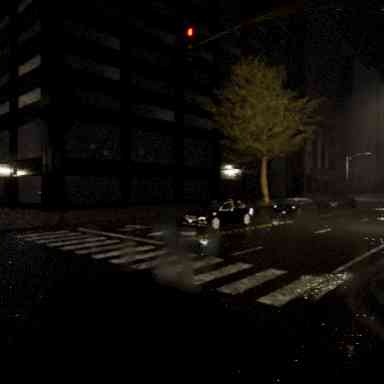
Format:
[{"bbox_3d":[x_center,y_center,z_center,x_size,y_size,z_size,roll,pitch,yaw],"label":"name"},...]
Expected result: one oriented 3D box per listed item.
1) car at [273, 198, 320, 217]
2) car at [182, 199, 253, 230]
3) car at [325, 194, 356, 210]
[{"bbox_3d":[8.179,1.146,25.946,1.895,1.301,4.718,1,1,42],"label":"car"},{"bbox_3d":[1.538,1.176,18.594,1.837,1.490,4.892,1,1,42],"label":"car"},{"bbox_3d":[15.064,0.940,33.556,1.812,1.442,4.674,1,1,42],"label":"car"}]
